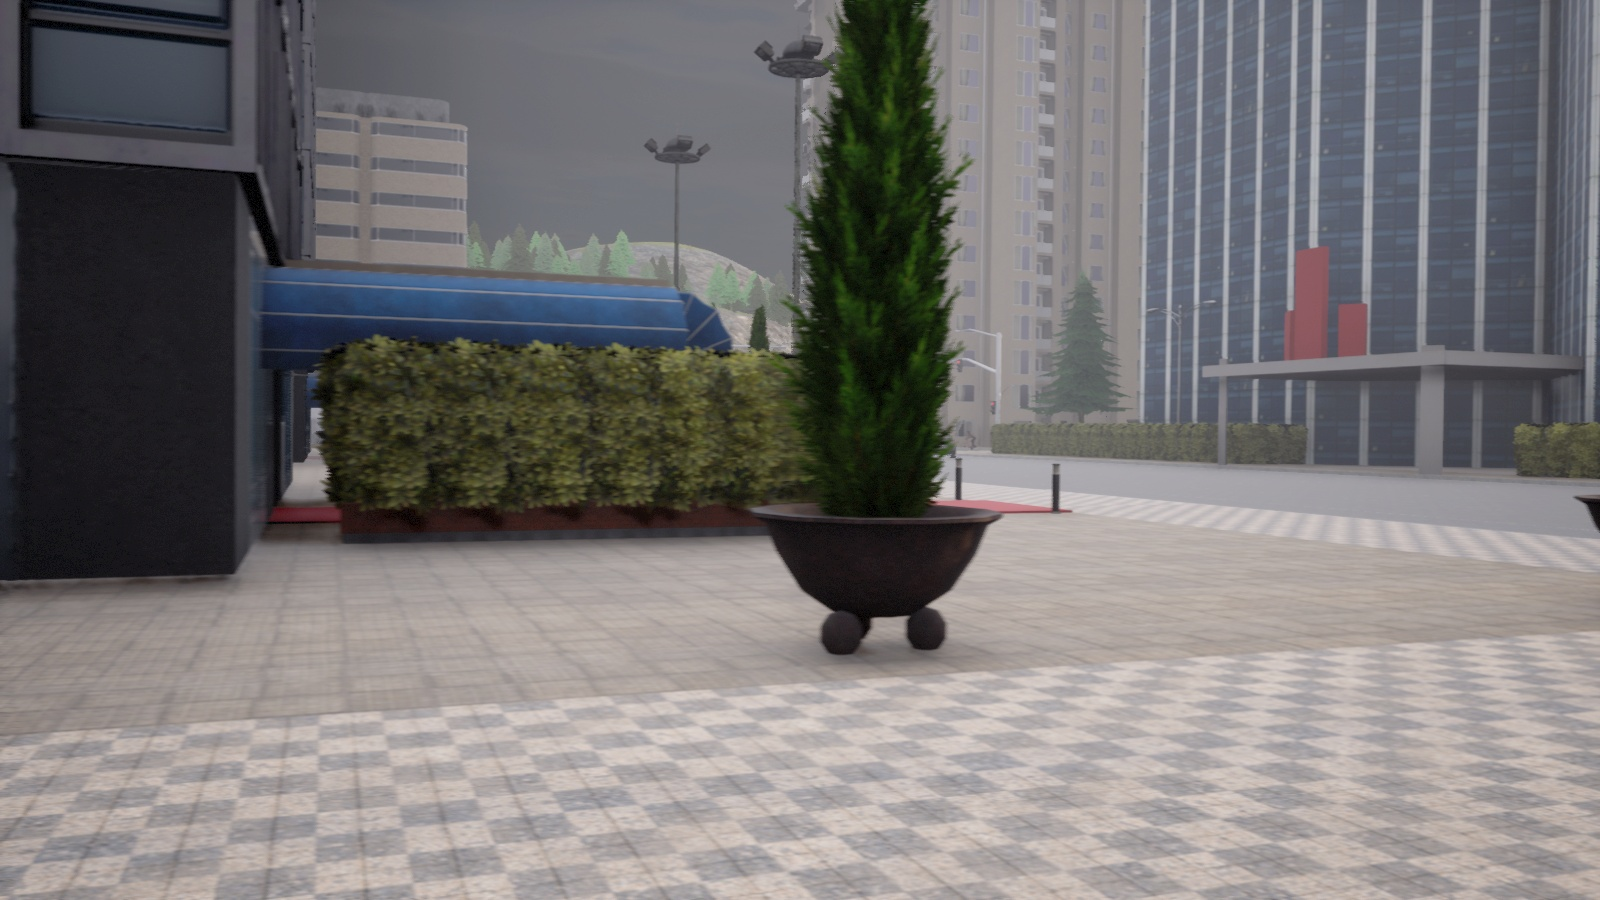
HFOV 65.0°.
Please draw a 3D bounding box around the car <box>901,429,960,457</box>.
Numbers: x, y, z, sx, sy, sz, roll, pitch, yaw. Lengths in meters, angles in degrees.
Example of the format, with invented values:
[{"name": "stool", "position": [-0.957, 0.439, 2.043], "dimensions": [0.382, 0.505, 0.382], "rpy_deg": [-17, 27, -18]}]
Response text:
[{"name": "car", "position": [7.314, -0.415, 70.527], "dimensions": [1.845, 1.501, 3.633], "rpy_deg": [-1, 1, -21]}]
